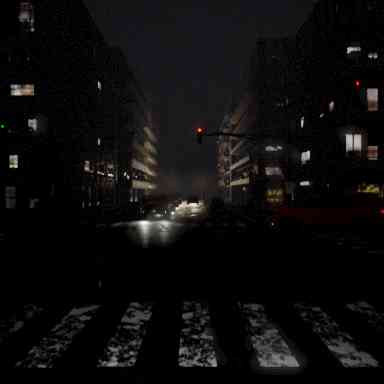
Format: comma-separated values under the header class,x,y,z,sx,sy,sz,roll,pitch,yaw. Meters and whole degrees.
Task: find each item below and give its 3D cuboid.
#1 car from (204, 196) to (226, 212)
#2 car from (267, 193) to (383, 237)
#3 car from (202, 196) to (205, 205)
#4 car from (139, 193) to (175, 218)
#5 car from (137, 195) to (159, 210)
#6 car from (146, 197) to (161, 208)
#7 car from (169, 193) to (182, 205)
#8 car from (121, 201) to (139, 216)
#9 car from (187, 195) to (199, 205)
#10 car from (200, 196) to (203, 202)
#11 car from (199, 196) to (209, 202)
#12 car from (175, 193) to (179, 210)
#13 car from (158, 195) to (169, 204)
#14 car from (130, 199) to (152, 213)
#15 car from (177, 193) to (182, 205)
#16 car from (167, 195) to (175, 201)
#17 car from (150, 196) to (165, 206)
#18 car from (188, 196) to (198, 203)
class,x,y,z,sx,sy,sz,roll,pitch,yaw
car,2.736,1.444,37.829,1.967,1.590,4.097,0,0,0
car,6.564,1.073,16.608,5.566,2.045,2.150,-1,0,11
car,2.743,1.445,43.511,1.967,1.590,4.097,0,0,0
car,-3.081,1.224,30.126,2.150,2.045,5.566,0,0,1
car,-5.638,1.321,43.519,2.192,1.841,5.009,0,0,0
car,-5.631,1.533,49.031,1.752,1.417,4.829,0,0,0
car,-2.968,1.235,60.496,2.150,2.045,5.566,0,0,1
car,-5.651,1.568,32.154,1.947,1.339,4.313,0,0,0
car,0.177,1.365,60.526,2.097,1.767,4.553,0,0,0
car,2.757,1.592,54.876,1.802,1.307,4.206,0,0,0
car,2.784,1.575,77.605,2.008,1.369,4.403,0,0,0
car,-3.048,1.357,40.038,2.097,1.767,4.553,0,0,0
car,-5.610,1.457,66.250,1.967,1.590,4.097,0,0,0
car,-5.645,1.529,37.667,1.752,1.417,4.829,0,0,0
car,-3.028,1.360,49.937,2.097,1.767,4.553,0,0,0
car,-5.583,1.584,88.978,2.008,1.369,4.403,0,0,0
car,-5.624,1.450,54.884,1.967,1.590,4.097,0,0,0
car,0.135,1.563,70.619,2.033,1.411,5.357,0,0,0
